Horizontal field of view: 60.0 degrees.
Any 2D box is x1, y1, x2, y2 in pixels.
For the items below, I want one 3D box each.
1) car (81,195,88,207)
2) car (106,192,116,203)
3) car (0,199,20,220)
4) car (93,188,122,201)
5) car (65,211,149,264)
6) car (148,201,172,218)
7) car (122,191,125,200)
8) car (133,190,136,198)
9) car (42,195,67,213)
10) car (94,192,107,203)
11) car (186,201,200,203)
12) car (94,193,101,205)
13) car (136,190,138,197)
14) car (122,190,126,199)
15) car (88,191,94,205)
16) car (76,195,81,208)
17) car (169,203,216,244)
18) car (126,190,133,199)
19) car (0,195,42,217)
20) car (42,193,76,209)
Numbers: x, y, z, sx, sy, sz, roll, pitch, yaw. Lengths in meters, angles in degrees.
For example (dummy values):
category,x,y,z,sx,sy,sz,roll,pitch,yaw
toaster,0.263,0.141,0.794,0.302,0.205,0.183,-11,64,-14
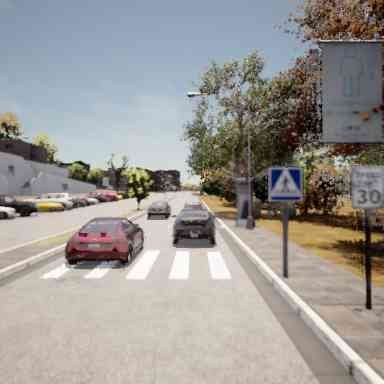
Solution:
category,x,y,z,sx,sy,sz,roll,pitch,yaw
car,-16.832,1.416,44.842,4.674,1.452,2.002,-1,0,-20
car,-16.794,1.185,59.857,4.792,1.488,2.163,-1,1,-20
car,-16.844,1.536,26.816,4.674,1.452,2.002,-1,0,-20
car,-16.798,0.860,62.856,5.566,2.045,2.435,-1,1,-20
car,-2.902,1.570,11.856,1.994,1.385,4.181,0,0,0
car,-2.903,1.544,30.118,2.033,1.411,5.357,0,0,0
car,-16.643,1.061,65.911,5.366,1.575,1.946,-1,1,-20
car,-16.779,0.763,80.853,4.553,1.767,2.185,-1,1,-20
car,-16.662,1.452,35.890,5.366,1.575,1.946,-1,0,-20
car,-16.817,1.250,53.841,5.008,1.535,2.097,-1,1,-20
car,0.098,1.579,33.884,1.895,1.301,4.718,0,0,0
car,-16.828,1.334,50.841,4.674,1.452,2.002,-1,1,-20
car,-16.840,0.736,83.838,4.553,1.767,2.185,-1,0,-20
car,-16.989,1.028,68.777,5.366,1.575,1.946,-1,1,-20
car,-16.860,1.210,47.828,4.553,1.767,2.185,-1,1,-20
car,-16.857,1.436,41.817,4.792,1.488,2.163,-1,1,-20
car,0.098,1.514,15.928,1.837,1.490,4.892,0,0,0
car,-16.839,0.702,74.825,5.566,2.045,2.435,-1,1,-20
car,-16.815,1.240,29.835,5.566,2.045,2.435,-1,0,-20
car,-16.861,1.184,38.815,5.566,2.045,2.435,-1,1,-20
